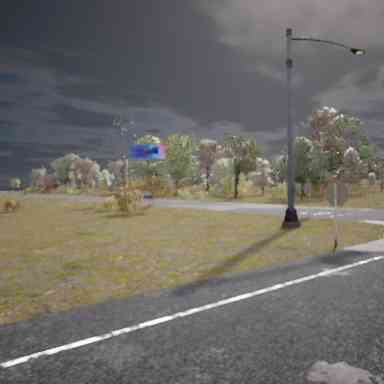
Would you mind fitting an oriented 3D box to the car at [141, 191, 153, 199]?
[{"bbox_3d":[-8.813,0.561,59.742,2.097,1.767,4.553,-2,1,-33],"label":"car"}]
